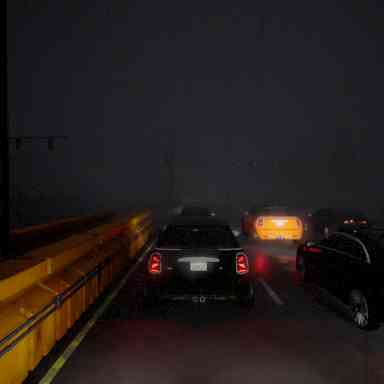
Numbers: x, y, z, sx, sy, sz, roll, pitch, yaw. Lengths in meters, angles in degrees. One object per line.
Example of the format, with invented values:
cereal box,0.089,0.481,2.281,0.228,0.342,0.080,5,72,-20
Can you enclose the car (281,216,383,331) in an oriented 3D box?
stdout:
car,3.622,1.492,6.833,2.128,1.511,4.902,0,0,0

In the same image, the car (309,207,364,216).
car,7.158,1.505,16.813,1.837,1.490,4.892,0,0,0

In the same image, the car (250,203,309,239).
car,3.656,1.352,15.943,2.097,1.767,4.553,0,0,0

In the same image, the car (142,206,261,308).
car,0.126,1.352,8.073,2.097,1.767,4.553,0,0,0

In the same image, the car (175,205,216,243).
car,0.160,1.505,17.249,1.837,1.490,4.892,0,0,0
